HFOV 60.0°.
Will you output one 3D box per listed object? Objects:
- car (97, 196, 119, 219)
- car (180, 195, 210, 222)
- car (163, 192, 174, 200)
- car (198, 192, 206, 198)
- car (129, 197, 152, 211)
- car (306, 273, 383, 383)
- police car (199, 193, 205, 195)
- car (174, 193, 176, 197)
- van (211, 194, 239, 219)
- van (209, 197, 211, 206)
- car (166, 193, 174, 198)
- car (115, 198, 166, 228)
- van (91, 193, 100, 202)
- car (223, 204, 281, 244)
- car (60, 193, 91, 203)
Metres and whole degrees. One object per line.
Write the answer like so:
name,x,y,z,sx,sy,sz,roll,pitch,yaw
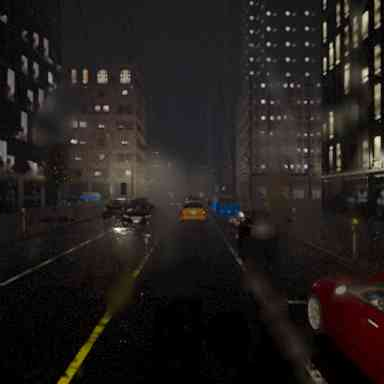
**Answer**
car,-5.671,1.256,26.097,1.967,1.590,4.097,1,0,0
car,0.108,1.292,24.308,1.801,1.575,5.366,0,1,0
car,-5.657,1.015,75.260,1.802,1.307,4.206,1,0,0
car,2.729,0.831,92.211,1.887,1.381,4.507,1,0,0
car,-5.669,1.298,37.246,1.947,1.339,4.313,1,0,0
car,2.701,1.556,3.777,1.802,1.307,4.206,1,0,0
police car,0.111,1.217,39.657,2.038,1.542,4.974,0,0,0
car,-5.652,0.825,80.912,1.967,1.590,4.097,1,0,0
van,2.711,1.157,26.083,1.690,1.788,3.998,1,0,0
van,2.713,1.116,31.659,1.690,1.788,3.998,1,0,0
car,-5.653,0.918,86.563,1.802,1.307,4.206,1,0,0
car,-3.090,1.346,20.903,2.128,1.511,4.902,0,0,0
van,-19.715,1.053,64.135,3.998,1.788,1.690,0,0,1
car,2.704,1.462,14.930,1.947,1.339,4.313,1,0,0
car,-19.826,1.211,55.754,4.403,1.369,2.008,0,0,1
